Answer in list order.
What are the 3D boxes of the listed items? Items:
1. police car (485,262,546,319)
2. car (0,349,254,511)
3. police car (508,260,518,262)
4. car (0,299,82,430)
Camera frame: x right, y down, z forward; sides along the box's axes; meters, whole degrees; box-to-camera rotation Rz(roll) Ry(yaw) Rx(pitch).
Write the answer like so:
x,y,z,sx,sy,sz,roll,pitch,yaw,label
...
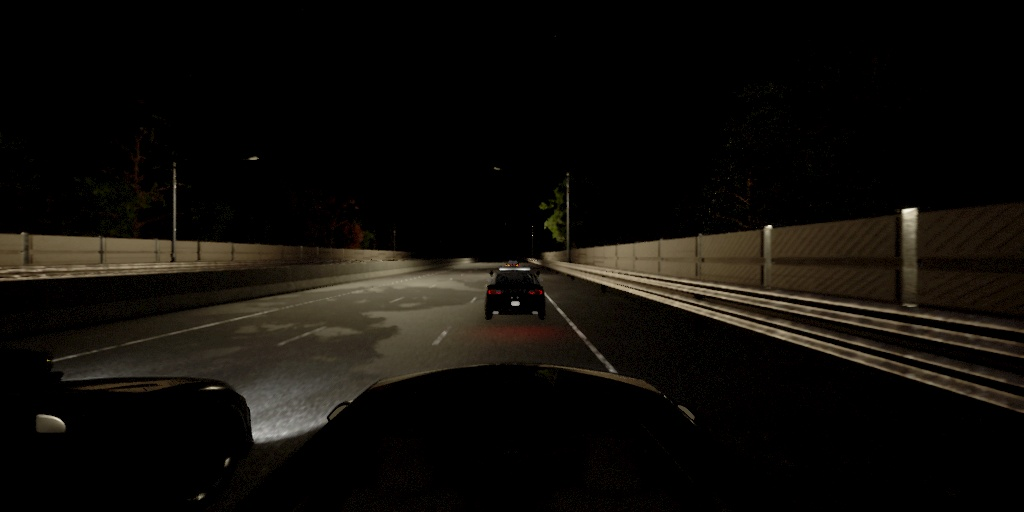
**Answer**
x,y,z,sx,sy,sz,roll,pitch,yaw,label
0.100,1.177,13.016,1.930,1.638,5.238,0,0,0,police car
-3.401,1.314,1.614,1.994,1.385,4.181,0,0,0,car
0.103,1.265,44.058,2.038,1.542,4.974,0,0,0,police car
-6.900,1.297,2.228,2.033,1.411,5.357,0,0,0,car
